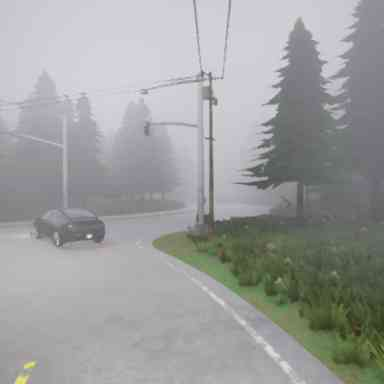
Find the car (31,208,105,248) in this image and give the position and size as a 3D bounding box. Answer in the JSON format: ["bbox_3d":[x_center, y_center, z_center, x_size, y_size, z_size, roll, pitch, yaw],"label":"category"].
[{"bbox_3d":[-5.628,1.467,14.862,1.837,1.490,4.892,1,0,-41],"label":"car"}]

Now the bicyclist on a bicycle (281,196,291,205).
[{"bbox_3d":[7.860,1.164,28.072,1.656,1.620,0.582,-4,-1,24],"label":"bicyclist on a bicycle"}]

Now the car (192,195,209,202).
[{"bbox_3d":[1.773,1.251,65.587,1.895,1.301,4.718,-1,0,-32],"label":"car"}]

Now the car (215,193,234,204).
[{"bbox_3d":[5.479,1.020,56.319,2.097,1.767,4.553,0,0,-12],"label":"car"}]
